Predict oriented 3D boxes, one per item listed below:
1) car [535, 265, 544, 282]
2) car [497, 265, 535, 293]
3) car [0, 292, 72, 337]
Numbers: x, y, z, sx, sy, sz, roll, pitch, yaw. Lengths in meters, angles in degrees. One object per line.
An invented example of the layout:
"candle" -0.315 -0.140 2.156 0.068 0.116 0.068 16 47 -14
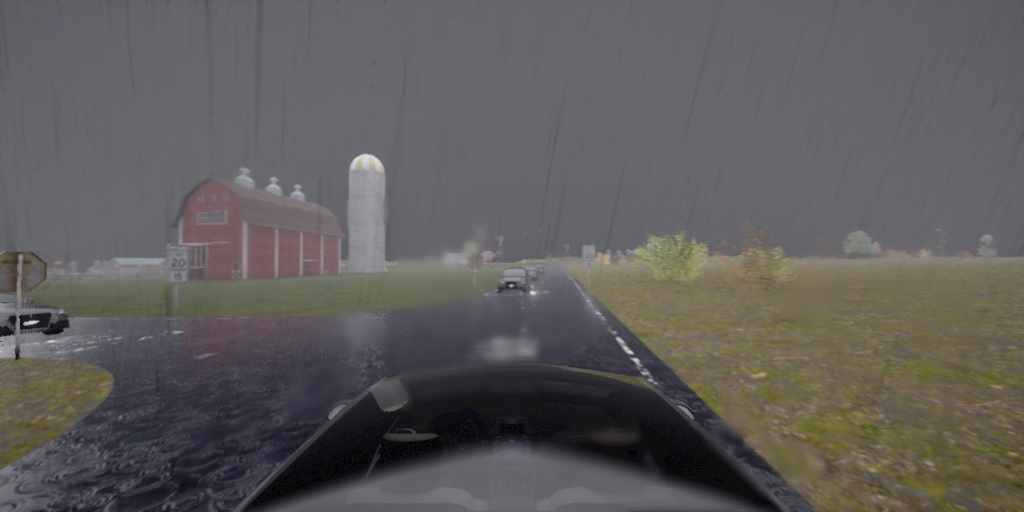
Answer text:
"car" 1.708 1.667 35.030 2.128 1.511 4.902 -1 -1 7
"car" 0.258 1.541 23.622 1.837 1.490 4.892 -1 -1 7
"car" -15.424 1.732 10.319 4.181 1.385 1.994 -1 -2 8
